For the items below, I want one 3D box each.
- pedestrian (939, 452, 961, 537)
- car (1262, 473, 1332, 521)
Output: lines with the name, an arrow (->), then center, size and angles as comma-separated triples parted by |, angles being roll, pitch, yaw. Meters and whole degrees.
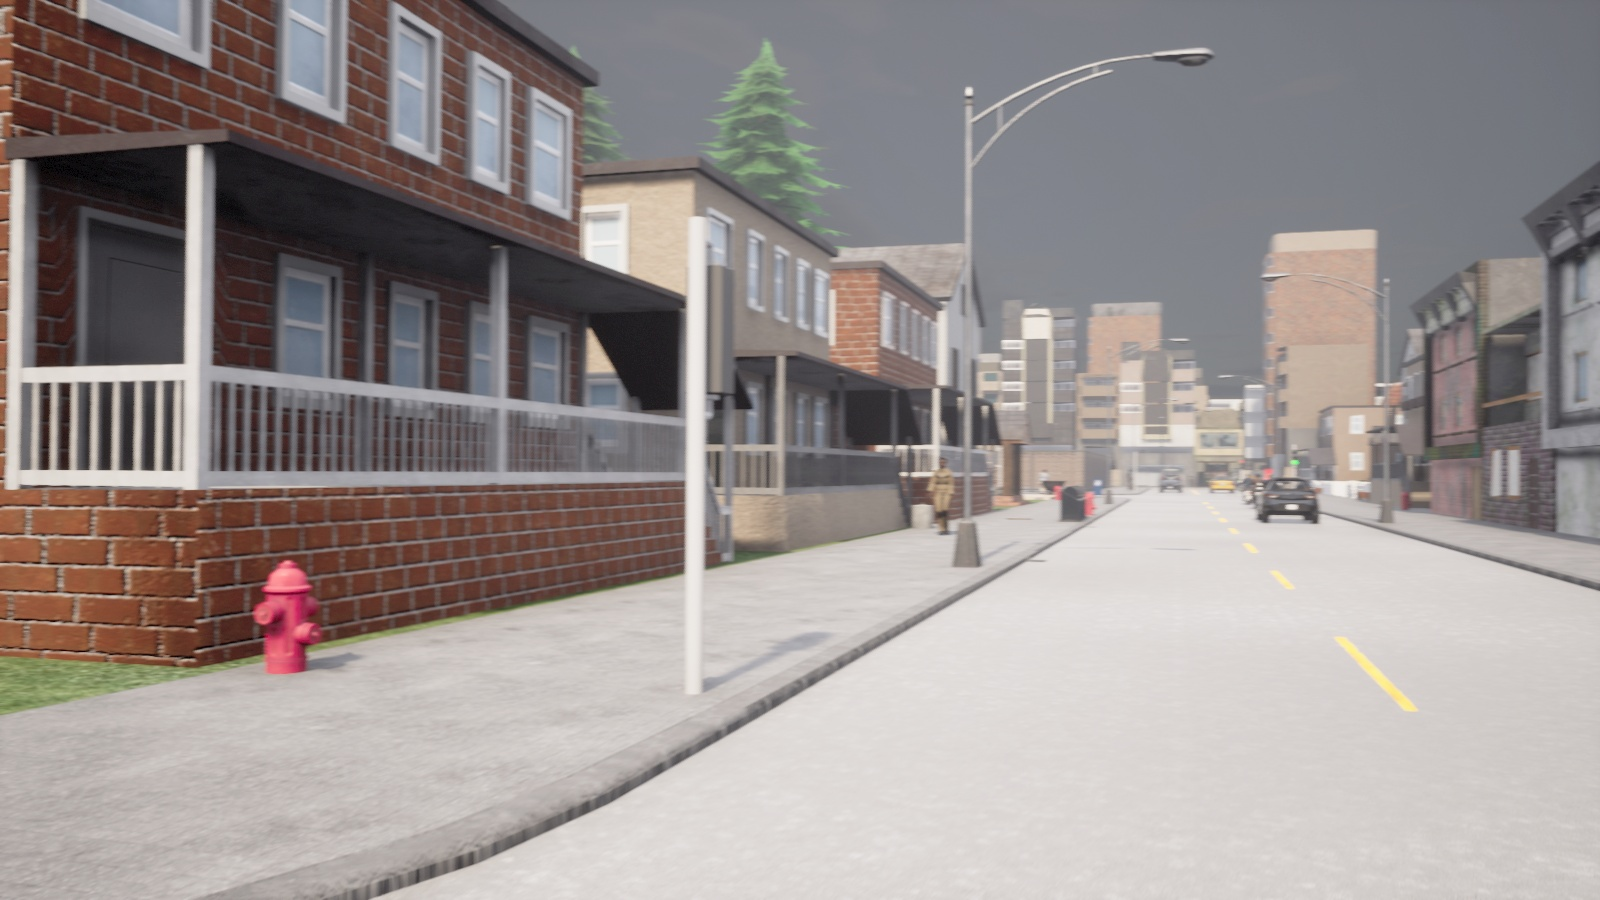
pedestrian -> 3.450, 1.007, 28.822 | 0.396, 1.930, 0.692 | 0, -1, 16
car -> 16.306, 1.509, 41.389 | 1.816, 1.474, 4.193 | 0, -1, 17
